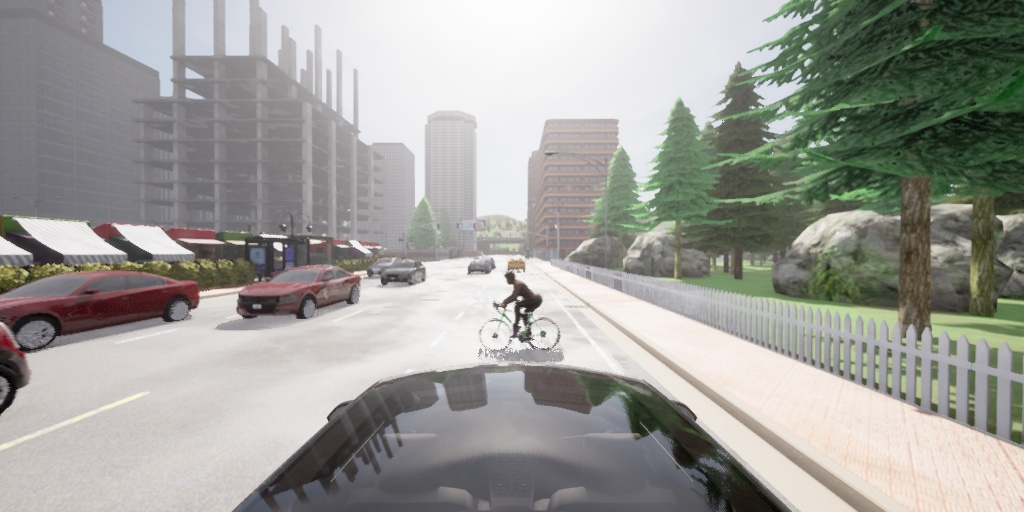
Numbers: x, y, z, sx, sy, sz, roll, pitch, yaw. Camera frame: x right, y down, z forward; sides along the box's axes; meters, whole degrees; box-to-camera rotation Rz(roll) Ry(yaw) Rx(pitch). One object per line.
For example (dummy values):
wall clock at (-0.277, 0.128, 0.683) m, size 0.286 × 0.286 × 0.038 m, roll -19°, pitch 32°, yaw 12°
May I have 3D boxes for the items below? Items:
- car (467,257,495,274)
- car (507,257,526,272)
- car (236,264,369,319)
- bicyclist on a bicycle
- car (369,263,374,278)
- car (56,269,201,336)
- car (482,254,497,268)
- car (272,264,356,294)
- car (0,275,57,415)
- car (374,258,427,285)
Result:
car at (-3.060, 0.954, 34.205) m, size 1.994 × 1.385 × 4.181 m, roll 0°, pitch 1°, yaw 1°
car at (0.470, 0.833, 37.810) m, size 1.882 × 1.535 × 5.008 m, roll 0°, pitch 1°, yaw 1°
car at (-6.993, 1.101, 12.366) m, size 1.882 × 1.535 × 5.008 m, roll 0°, pitch 0°, yaw 1°
bicyclist on a bicycle at (0.139, 1.136, 7.234) m, size 1.656 × 1.620 × 0.582 m, roll -1°, pitch 1°, yaw 1°
car at (-10.267, 0.921, 29.609) m, size 2.128 × 1.511 × 4.902 m, roll 0°, pitch 1°, yaw 1°
car at (-10.535, 1.134, 8.888) m, size 1.882 × 1.535 × 5.008 m, roll 0°, pitch 0°, yaw 1°
car at (-2.959, 0.820, 42.903) m, size 1.812 × 1.442 × 4.674 m, roll 0°, pitch 1°, yaw 2°
car at (-10.414, 1.143, 19.383) m, size 1.895 × 1.301 × 4.718 m, roll 0°, pitch 1°, yaw 1°
car at (-7.105, 1.083, 2.448) m, size 2.097 × 1.767 × 4.553 m, roll 0°, pitch 1°, yaw 1°
car at (-6.862, 1.010, 23.155) m, size 1.837 × 1.490 × 4.892 m, roll 0°, pitch 1°, yaw 1°
